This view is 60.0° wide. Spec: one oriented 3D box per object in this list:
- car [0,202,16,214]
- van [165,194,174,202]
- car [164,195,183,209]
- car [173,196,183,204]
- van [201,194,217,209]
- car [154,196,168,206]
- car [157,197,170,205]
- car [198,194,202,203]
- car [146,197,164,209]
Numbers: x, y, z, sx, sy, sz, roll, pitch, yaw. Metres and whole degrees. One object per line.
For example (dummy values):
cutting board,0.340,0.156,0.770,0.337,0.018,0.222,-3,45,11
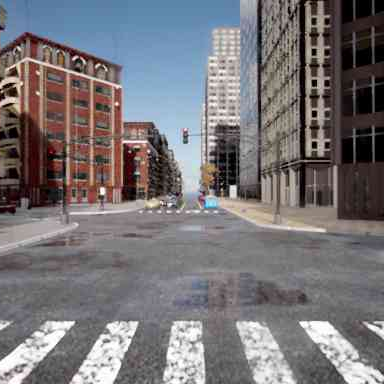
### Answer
car,-21.154,1.794,36.565,4.718,1.301,1.895,-1,-1,41
van,-5.330,1.483,79.210,1.690,1.788,3.998,0,0,0
car,-2.823,1.542,46.087,2.128,1.511,4.902,0,0,2
car,-2.789,1.629,66.622,1.812,1.442,4.674,0,0,1
van,2.558,1.391,45.898,1.690,1.788,3.998,0,0,0
car,-5.325,1.516,57.002,1.967,1.590,4.097,0,0,0
car,-5.327,1.657,62.554,1.947,1.339,4.313,0,0,0
car,2.552,1.652,68.107,1.887,1.381,4.507,0,0,0
car,-5.322,1.575,45.726,1.752,1.417,4.829,0,0,0
